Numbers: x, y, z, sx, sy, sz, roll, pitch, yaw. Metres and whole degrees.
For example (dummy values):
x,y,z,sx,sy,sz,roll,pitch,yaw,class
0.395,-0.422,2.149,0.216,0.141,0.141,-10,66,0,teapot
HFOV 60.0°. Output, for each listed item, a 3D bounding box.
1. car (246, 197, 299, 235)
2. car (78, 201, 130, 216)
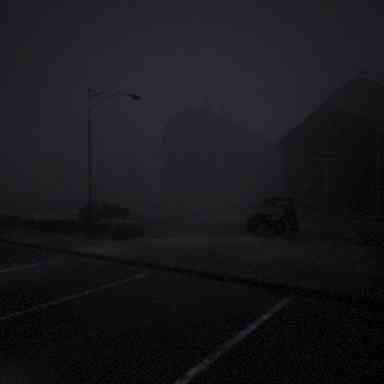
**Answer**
x,y,z,sx,sy,sz,roll,pitch,yaw,class
4.631,1.262,18.714,1.905,1.878,3.866,0,0,35,car
-6.788,1.463,25.904,1.816,1.474,4.193,0,0,35,car
